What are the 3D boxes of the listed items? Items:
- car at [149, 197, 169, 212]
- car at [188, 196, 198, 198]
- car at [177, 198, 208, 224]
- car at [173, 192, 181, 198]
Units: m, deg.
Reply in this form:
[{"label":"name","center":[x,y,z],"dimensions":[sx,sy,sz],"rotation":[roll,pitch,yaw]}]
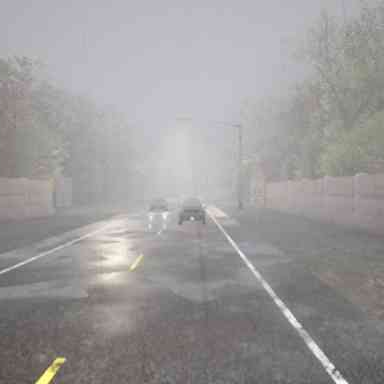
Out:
[{"label":"car","center":[-3.583,1.359,36.670],"dimensions":[1.837,1.490,4.892],"rotation":[0,0,0]},{"label":"car","center":[0.096,1.330,42.334],"dimensions":[1.837,1.490,4.892],"rotation":[0,1,0]},{"label":"car","center":[0.036,1.419,23.629],"dimensions":[1.837,1.490,4.892],"rotation":[0,1,1]},{"label":"car","center":[-3.480,0.785,78.262],"dimensions":[1.882,1.535,5.008],"rotation":[0,0,0]}]
